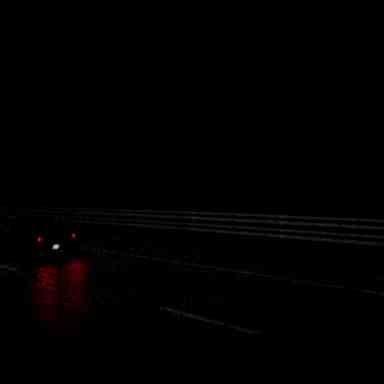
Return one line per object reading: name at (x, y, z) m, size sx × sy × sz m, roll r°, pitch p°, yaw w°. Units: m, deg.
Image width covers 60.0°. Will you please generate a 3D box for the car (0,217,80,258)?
car at (-6.549, 1.634, 12.917) m, size 4.718 × 1.301 × 1.895 m, roll -1°, pitch 0°, yaw 36°
